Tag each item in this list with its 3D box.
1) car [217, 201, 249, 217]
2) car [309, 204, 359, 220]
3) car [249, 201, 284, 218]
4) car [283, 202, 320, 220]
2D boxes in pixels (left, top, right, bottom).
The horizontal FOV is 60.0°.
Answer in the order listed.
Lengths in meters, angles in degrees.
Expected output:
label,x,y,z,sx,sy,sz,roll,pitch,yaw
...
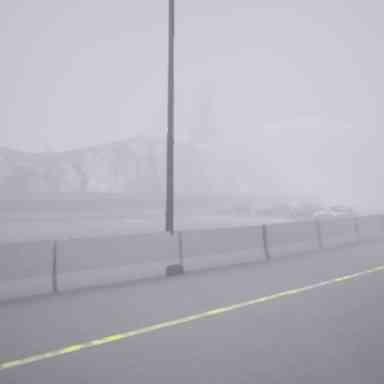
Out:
label,x,y,z,sx,sy,sz,roll,pitch,yaw
car,4.621,1.714,34.638,4.892,1.490,1.837,1,-1,-44
car,11.694,1.821,26.857,4.718,1.301,1.895,1,0,-43
car,8.190,1.704,33.198,5.008,1.535,1.882,1,0,-44
car,10.794,1.740,30.872,4.892,1.490,1.837,1,-1,-44
